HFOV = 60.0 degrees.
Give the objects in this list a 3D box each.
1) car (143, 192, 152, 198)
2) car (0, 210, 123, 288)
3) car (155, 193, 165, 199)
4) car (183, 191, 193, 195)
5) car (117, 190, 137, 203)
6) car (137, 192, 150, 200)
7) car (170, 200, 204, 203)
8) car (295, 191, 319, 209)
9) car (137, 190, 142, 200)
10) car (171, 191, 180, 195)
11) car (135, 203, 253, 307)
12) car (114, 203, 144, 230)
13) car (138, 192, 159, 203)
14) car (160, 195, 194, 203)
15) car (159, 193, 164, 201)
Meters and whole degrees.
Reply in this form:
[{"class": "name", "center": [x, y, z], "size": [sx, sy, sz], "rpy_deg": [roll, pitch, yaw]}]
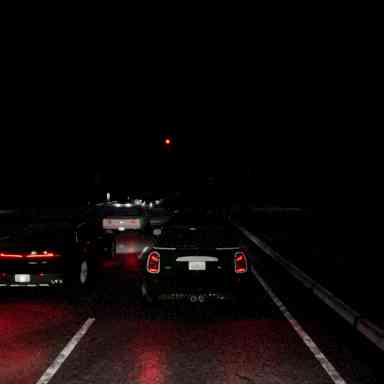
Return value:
[{"class": "car", "center": [-11.073, 0.750, 83.734], "size": [1.812, 1.442, 4.674], "rpy_deg": [0, 1, -2]}, {"class": "car", "center": [-3.416, 1.468, 9.120], "size": [1.837, 1.490, 4.892], "rpy_deg": [0, 0, 0]}, {"class": "car", "center": [-7.307, 0.871, 76.490], "size": [2.033, 1.411, 5.357], "rpy_deg": [0, 1, -1]}, {"class": "car", "center": [-0.686, 0.709, 86.072], "size": [1.812, 1.442, 4.674], "rpy_deg": [0, 1, -4]}, {"class": "car", "center": [-10.699, 0.929, 53.847], "size": [2.097, 1.767, 4.553], "rpy_deg": [0, 0, 0]}, {"class": "car", "center": [-10.737, 0.895, 73.512], "size": [2.128, 1.511, 4.902], "rpy_deg": [0, 1, -1]}, {"class": "car", "center": [0.060, 1.388, 17.264], "size": [2.128, 1.511, 4.902], "rpy_deg": [0, 0, 1]}, {"class": "car", "center": [15.138, 0.926, 39.317], "size": [5.566, 2.045, 2.150], "rpy_deg": [0, 0, -4]}, {"class": "car", "center": [-10.686, 0.710, 63.287], "size": [2.150, 2.045, 5.566], "rpy_deg": [0, 1, 0]}, {"class": "car", "center": [-4.146, 0.683, 85.372], "size": [1.882, 1.535, 5.008], "rpy_deg": [0, 1, -4]}, {"class": "car", "center": [0.087, 1.323, 8.068], "size": [2.097, 1.767, 4.553], "rpy_deg": [0, 0, 0]}, {"class": "car", "center": [-3.437, 1.487, 18.441], "size": [1.895, 1.301, 4.718], "rpy_deg": [0, 0, 0]}, {"class": "car", "center": [-7.204, 1.106, 55.995], "size": [2.033, 1.411, 5.357], "rpy_deg": [0, 1, 0]}, {"class": "car", "center": [-0.978, 1.313, 38.376], "size": [4.718, 1.301, 1.895], "rpy_deg": [0, 0, -3]}, {"class": "car", "center": [-7.176, 1.006, 66.063], "size": [2.033, 1.411, 5.357], "rpy_deg": [0, 1, 1]}]
